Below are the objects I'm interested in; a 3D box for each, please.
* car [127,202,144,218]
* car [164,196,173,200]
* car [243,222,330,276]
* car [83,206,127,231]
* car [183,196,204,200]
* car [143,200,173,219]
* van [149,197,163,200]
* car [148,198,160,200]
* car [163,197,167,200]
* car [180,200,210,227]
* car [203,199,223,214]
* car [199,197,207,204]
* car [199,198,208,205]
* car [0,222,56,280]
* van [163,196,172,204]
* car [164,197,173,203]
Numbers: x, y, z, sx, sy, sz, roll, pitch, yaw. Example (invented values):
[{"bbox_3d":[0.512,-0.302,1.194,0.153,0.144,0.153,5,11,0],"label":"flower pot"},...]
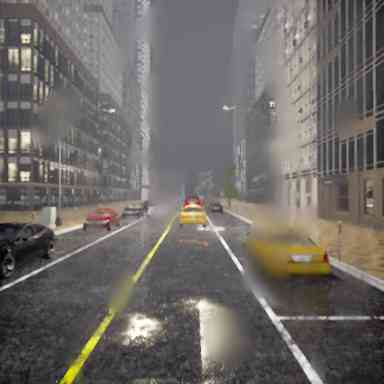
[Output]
[{"bbox_3d":[-5.740,1.766,33.020,2.008,1.369,4.403,0,0,0],"label":"car"},{"bbox_3d":[-5.802,1.896,72.865,1.967,1.590,4.097,0,0,0],"label":"car"},{"bbox_3d":[2.677,1.596,10.422,1.752,1.417,4.829,0,0,0],"label":"car"},{"bbox_3d":[-5.721,1.726,21.634,1.802,1.307,4.206,0,0,0],"label":"car"},{"bbox_3d":[0.044,1.482,40.959,2.150,2.045,5.566,0,-1,0],"label":"car"},{"bbox_3d":[-3.136,1.732,31.575,1.812,1.442,4.674,0,0,0],"label":"car"},{"bbox_3d":[-5.765,1.662,50.098,1.690,1.788,3.998,0,0,0],"label":"van"},{"bbox_3d":[-5.757,1.831,44.404,1.887,1.381,4.507,0,0,0],"label":"car"},{"bbox_3d":[-5.775,1.938,55.789,1.802,1.307,4.206,0,0,0],"label":"car"},{"bbox_3d":[0.060,1.614,23.869,1.801,1.575,5.366,0,0,0],"label":"car"},{"bbox_3d":[2.632,1.817,38.713,1.947,1.339,4.313,0,0,0],"label":"car"},{"bbox_3d":[2.569,2.015,78.726,1.752,1.417,4.829,0,0,0],"label":"car"},{"bbox_3d":[2.578,2.038,72.863,1.802,1.307,4.206,0,0,0],"label":"car"},{"bbox_3d":[-5.704,1.636,10.252,1.947,1.339,4.313,0,0,0],"label":"car"},{"bbox_3d":[-5.810,1.830,78.558,1.690,1.788,3.998,0,0,0],"label":"van"},{"bbox_3d":[-5.820,2.087,84.249,1.947,1.339,4.313,0,0,0],"label":"car"}]
